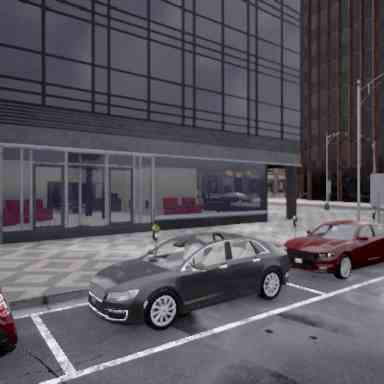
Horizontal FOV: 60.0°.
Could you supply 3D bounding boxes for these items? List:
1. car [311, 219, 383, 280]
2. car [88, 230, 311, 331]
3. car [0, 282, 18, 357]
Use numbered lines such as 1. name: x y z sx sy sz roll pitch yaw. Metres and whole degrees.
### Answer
1. car: 4.594 1.533 9.940 4.507 1.381 1.887 0 0 -36
2. car: 0.155 1.546 6.766 4.403 1.369 2.008 0 0 -36
3. car: -4.285 1.442 3.592 4.097 1.590 1.967 0 0 -36
